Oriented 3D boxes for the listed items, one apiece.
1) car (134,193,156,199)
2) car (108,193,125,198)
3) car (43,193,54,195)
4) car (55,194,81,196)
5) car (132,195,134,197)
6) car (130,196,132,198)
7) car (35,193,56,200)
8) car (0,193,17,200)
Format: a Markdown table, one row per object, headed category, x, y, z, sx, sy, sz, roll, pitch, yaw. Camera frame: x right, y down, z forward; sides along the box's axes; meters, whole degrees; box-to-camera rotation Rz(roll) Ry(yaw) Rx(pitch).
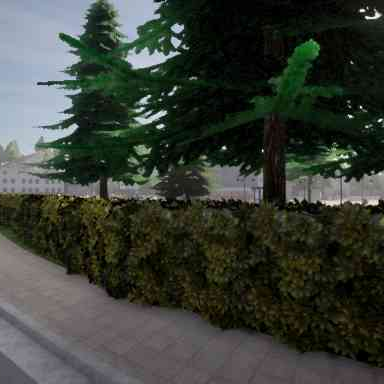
| category | x | y | z | sx | sy | sz | roll | pitch | yaw |
| --- | --- | --- | --- | --- | --- | --- | --- | --- | --- |
| car | -7.949 | 1.384 | 60.636 | 3.806 | 1.475 | 1.970 | 0 | 0 | -36 |
| car | -20.412 | 1.154 | 90.228 | 5.027 | 1.636 | 2.152 | 0 | 0 | -36 |
| car | -29.670 | 1.298 | 72.102 | 4.514 | 1.523 | 2.007 | 0 | 0 | -36 |
| car | -23.873 | 1.320 | 63.962 | 3.633 | 1.501 | 1.845 | 0 | 0 | -36 |
| car | -10.916 | 1.097 | 77.718 | 4.605 | 1.855 | 1.932 | 0 | 0 | -36 |
| car | -12.946 | 1.077 | 79.837 | 3.866 | 1.878 | 1.905 | 0 | 0 | -36 |
| car | -36.361 | 1.097 | 82.633 | 4.605 | 1.855 | 1.932 | 0 | 0 | -36 |
| car | -44.668 | 1.077 | 80.711 | 3.866 | 1.878 | 1.905 | 0 | 0 | -36 |
